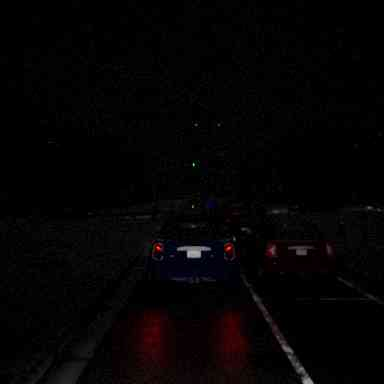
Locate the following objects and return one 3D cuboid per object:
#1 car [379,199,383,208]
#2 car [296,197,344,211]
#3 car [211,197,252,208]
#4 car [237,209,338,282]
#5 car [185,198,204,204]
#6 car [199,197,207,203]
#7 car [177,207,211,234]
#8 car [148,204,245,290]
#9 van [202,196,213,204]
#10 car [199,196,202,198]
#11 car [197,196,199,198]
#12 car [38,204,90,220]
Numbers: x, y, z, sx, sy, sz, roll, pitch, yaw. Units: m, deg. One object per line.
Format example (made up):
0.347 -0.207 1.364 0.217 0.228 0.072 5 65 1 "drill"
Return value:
22.527 0.902 35.425 4.553 1.767 2.097 -1 0 0 "car"
13.574 1.270 35.423 4.892 1.490 1.837 -1 0 0 "car"
2.628 1.405 20.724 2.192 1.841 5.009 -1 0 0 "car"
2.629 1.481 9.919 1.967 1.590 4.097 -1 0 0 "car"
0.105 1.763 42.412 1.994 1.385 4.181 0 0 0 "car"
2.635 1.974 79.522 1.887 1.381 4.507 -1 0 0 "car"
0.102 1.692 21.030 1.895 1.301 4.718 0 0 0 "car"
0.027 1.390 9.401 2.097 1.767 4.553 0 0 0 "car"
2.630 1.566 47.086 1.690 1.788 3.998 -1 0 0 "van"
2.630 1.571 52.492 2.192 1.841 5.009 -1 0 0 "car"
2.635 1.944 74.115 2.008 1.369 4.403 -1 0 0 "car"
-12.458 1.954 32.462 4.902 1.511 2.128 -2 0 1 "car"
